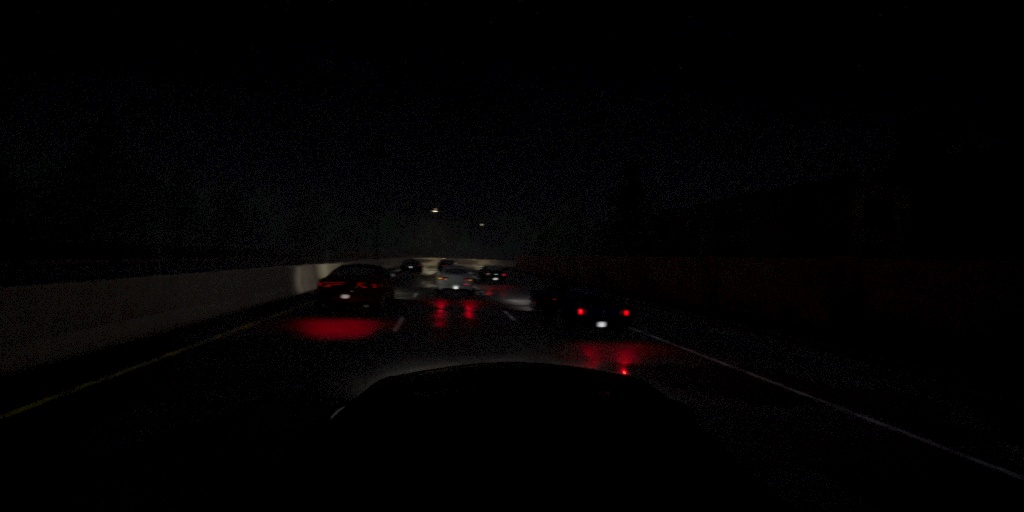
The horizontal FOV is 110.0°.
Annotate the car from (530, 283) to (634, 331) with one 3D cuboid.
[{"bbox_3d":[1.974,1.524,11.761,1.895,1.301,4.718,3,0,-11],"label":"car"}]

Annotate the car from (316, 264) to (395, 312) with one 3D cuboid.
[{"bbox_3d":[-5.403,1.022,12.991,1.882,1.535,5.008,3,0,-11],"label":"car"}]

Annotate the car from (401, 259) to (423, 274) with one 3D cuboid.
[{"bbox_3d":[-10.232,1.023,36.754,1.994,1.385,4.181,3,0,-11],"label":"car"}]

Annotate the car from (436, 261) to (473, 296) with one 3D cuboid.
[{"bbox_3d":[-3.115,1.234,19.291,1.812,1.442,4.674,3,0,-11],"label":"car"}]

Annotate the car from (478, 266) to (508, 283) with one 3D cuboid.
[{"bbox_3d":[-1.692,1.459,29.823,1.895,1.301,4.718,3,0,-11],"label":"car"}]

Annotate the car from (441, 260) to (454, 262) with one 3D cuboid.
[{"bbox_3d":[-6.972,1.118,38.302,1.882,1.535,5.008,3,0,-11],"label":"car"}]
